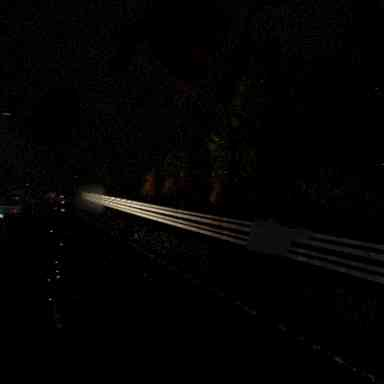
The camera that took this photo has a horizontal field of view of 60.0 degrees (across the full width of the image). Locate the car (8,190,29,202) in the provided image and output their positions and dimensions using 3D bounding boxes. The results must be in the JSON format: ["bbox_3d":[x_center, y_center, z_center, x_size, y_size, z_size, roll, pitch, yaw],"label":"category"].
[{"bbox_3d":[-19.231,0.468,36.713,1.812,1.442,4.674,4,-1,-25],"label":"car"}]

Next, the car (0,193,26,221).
[{"bbox_3d":[-11.295,0.964,20.015,1.895,1.301,4.718,4,0,-26],"label":"car"}]

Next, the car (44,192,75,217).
[{"bbox_3d":[-9.957,1.007,25.202,1.812,1.442,4.674,4,0,-26],"label":"car"}]

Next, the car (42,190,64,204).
[{"bbox_3d":[-16.645,0.694,39.399,1.994,1.385,4.181,4,0,-24],"label":"car"}]

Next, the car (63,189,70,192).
[{"bbox_3d":[-31.506,-0.129,82.837,1.812,1.442,4.674,4,0,-20],"label":"car"}]
